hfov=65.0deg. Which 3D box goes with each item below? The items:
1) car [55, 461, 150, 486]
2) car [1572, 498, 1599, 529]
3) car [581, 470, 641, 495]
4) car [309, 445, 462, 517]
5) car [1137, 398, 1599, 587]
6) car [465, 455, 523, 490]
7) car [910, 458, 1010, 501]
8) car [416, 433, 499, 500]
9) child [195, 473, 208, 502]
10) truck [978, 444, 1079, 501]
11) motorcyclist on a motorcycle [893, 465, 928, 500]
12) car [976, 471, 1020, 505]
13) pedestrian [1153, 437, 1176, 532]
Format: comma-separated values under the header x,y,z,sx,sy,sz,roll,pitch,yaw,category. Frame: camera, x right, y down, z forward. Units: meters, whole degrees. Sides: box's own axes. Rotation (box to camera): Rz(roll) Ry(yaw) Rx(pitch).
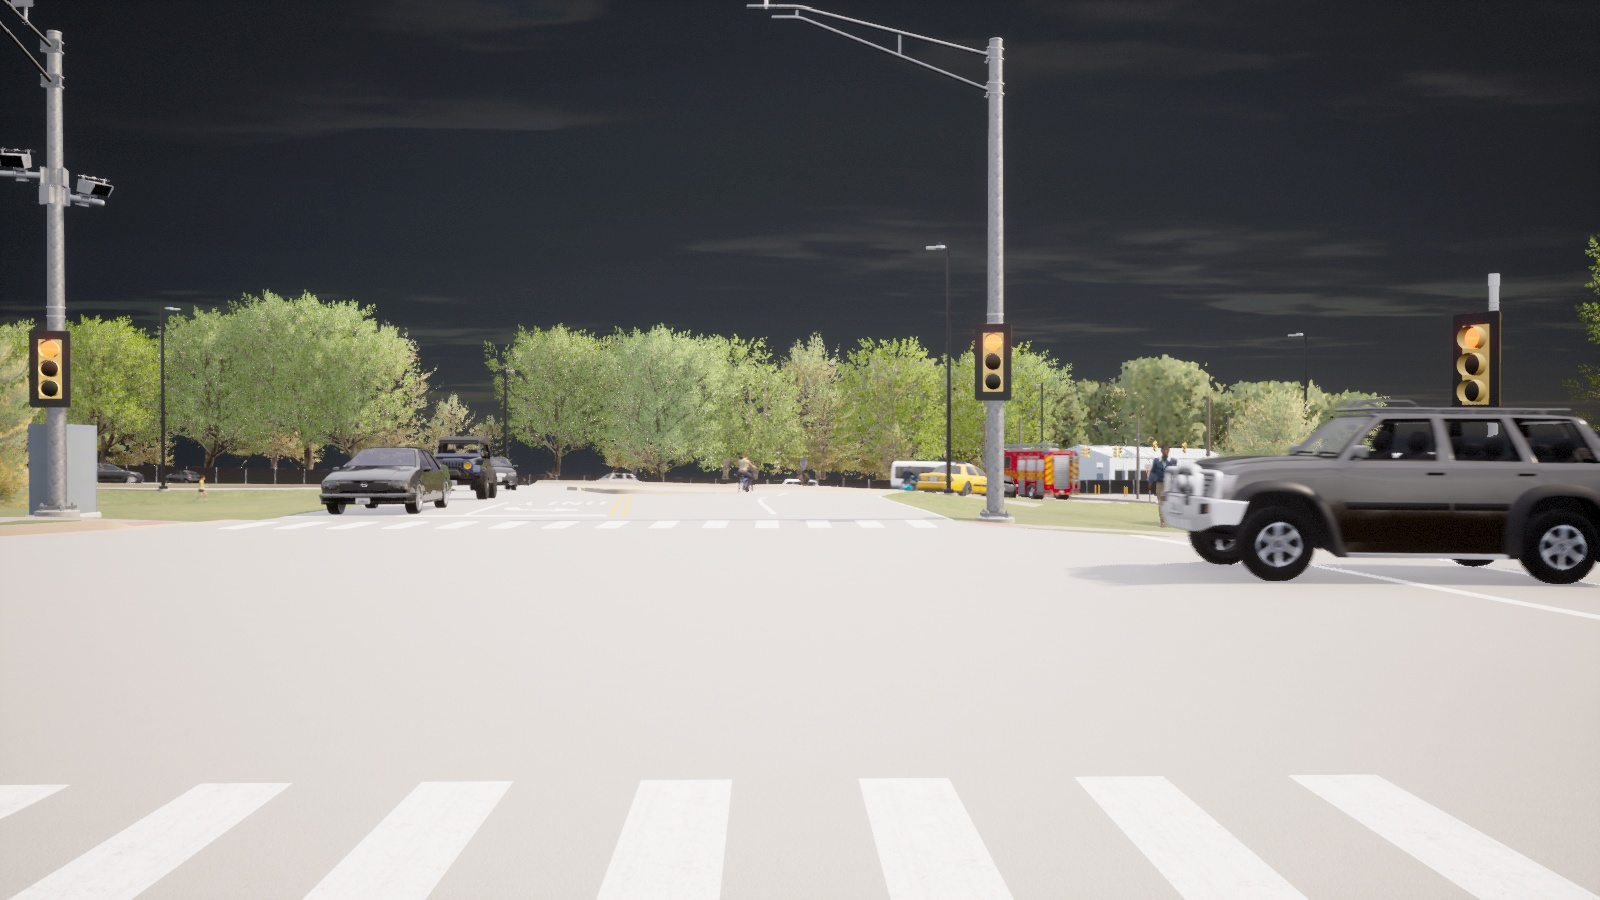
x,y,z,sx,sy,sz,roll,pitch,yaw,category
-44.483,1.513,80.145,1.837,1.490,4.892,-1,-3,44,car
44.268,3.460,68.934,2.128,1.511,4.902,0,-1,18,car
-13.651,2.364,90.878,3.806,1.475,1.970,4,-9,-38,car
-8.879,0.613,27.407,2.033,1.411,5.357,0,0,-6,car
6.190,0.417,13.496,4.605,1.855,1.932,0,1,1,car
-13.813,1.014,56.467,2.128,1.511,4.902,0,-1,-19,car
6.774,1.269,52.513,1.801,1.575,5.366,0,-3,35,car
-10.076,0.493,37.225,1.905,1.878,3.866,0,-1,-8,car
-23.056,1.439,48.377,0.394,1.110,0.255,0,1,-8,child
15.893,1.550,88.083,2.891,3.827,8.468,0,-1,-22,truck
5.274,1.546,59.962,0.866,1.590,1.817,1,0,33,motorcyclist on a motorcycle
10.767,2.099,68.453,2.128,1.511,4.902,6,-2,9,car
7.621,0.712,26.267,0.423,1.949,0.788,0,1,14,pedestrian
